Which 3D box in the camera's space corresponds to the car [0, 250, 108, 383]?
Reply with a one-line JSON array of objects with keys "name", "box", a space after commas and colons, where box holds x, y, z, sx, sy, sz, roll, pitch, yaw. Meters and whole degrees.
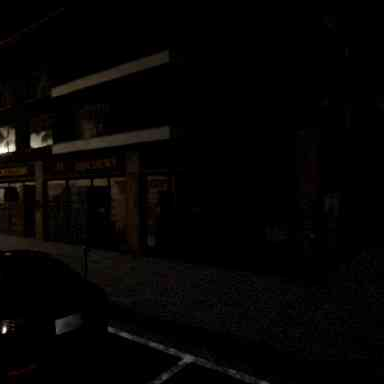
[{"name": "car", "box": [-3.128, 1.568, 5.089, 4.313, 1.339, 1.947, 0, -1, 36]}]
